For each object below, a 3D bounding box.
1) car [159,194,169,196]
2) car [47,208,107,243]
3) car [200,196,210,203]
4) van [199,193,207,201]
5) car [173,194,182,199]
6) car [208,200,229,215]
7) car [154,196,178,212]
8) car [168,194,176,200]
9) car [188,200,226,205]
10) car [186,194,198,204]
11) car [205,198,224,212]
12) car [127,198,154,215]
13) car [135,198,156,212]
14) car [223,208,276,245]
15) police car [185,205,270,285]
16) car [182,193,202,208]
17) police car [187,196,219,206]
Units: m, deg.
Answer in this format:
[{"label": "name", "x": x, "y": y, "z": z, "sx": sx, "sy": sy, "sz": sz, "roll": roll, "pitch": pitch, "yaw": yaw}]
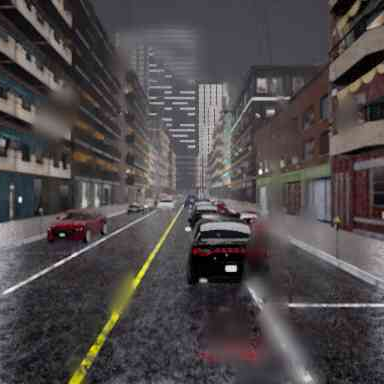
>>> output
[{"label": "car", "x": -5.313, "y": 1.422, "z": 55.687, "sx": 1.887, "sy": 1.381, "sz": 4.507, "roll": 1, "pitch": 0, "yaw": 0}, {"label": "car", "x": -5.309, "y": 1.503, "z": 15.858, "sx": 1.887, "sy": 1.381, "sz": 4.507, "roll": 1, "pitch": 0, "yaw": 0}, {"label": "car", "x": 2.566, "y": 1.445, "z": 67.076, "sx": 1.802, "sy": 1.307, "sz": 4.206, "roll": 0, "pitch": 0, "yaw": 0}, {"label": "van", "x": 2.566, "y": 1.193, "z": 78.456, "sx": 1.690, "sy": 1.788, "sz": 3.998, "roll": 0, "pitch": 0, "yaw": 0}, {"label": "car", "x": -2.756, "y": 1.202, "z": 78.513, "sx": 2.033, "sy": 1.411, "sz": 5.357, "roll": 0, "pitch": 0, "yaw": 0}, {"label": "car", "x": 2.569, "y": 1.502, "z": 32.939, "sx": 1.802, "sy": 1.307, "sz": 4.206, "roll": 1, "pitch": 0, "yaw": 0}, {"label": "car", "x": -2.849, "y": 1.437, "z": 37.331, "sx": 1.812, "sy": 1.442, "sz": 4.674, "roll": 0, "pitch": 0, "yaw": 0}, {"label": "car", "x": -5.317, "y": 1.388, "z": 89.826, "sx": 1.887, "sy": 1.381, "sz": 4.507, "roll": 0, "pitch": 0, "yaw": 0}, {"label": "car", "x": 0.823, "y": 1.455, "z": 19.483, "sx": 1.837, "sy": 1.490, "sz": 4.892, "roll": 0, "pitch": 0, "yaw": 0}, {"label": "car", "x": -0.005, "y": 1.223, "z": 60.507, "sx": 2.097, "sy": 1.767, "sz": 4.553, "roll": 0, "pitch": 0, "yaw": 0}, {"label": "car", "x": 2.569, "y": 1.453, "z": 38.630, "sx": 1.887, "sy": 1.381, "sz": 4.507, "roll": 1, "pitch": 0, "yaw": 0}, {"label": "car", "x": -5.311, "y": 1.471, "z": 32.928, "sx": 2.008, "sy": 1.369, "sz": 4.403, "roll": 1, "pitch": 0, "yaw": 0}, {"label": "car", "x": -5.311, "y": 1.434, "z": 38.448, "sx": 1.752, "sy": 1.417, "sz": 4.829, "roll": 1, "pitch": 0, "yaw": 0}, {"label": "car", "x": 2.571, "y": 1.540, "z": 15.870, "sx": 1.802, "sy": 1.307, "sz": 4.206, "roll": 1, "pitch": 0, "yaw": 0}, {"label": "police car", "x": 0.824, "y": 1.399, "z": 9.591, "sx": 1.930, "sy": 1.638, "sz": 5.238, "roll": 0, "pitch": 0, "yaw": 0}, {"label": "car", "x": 0.006, "y": 1.246, "z": 46.683, "sx": 2.097, "sy": 1.767, "sz": 4.553, "roll": 0, "pitch": 0, "yaw": 0}, {"label": "police car", "x": 0.823, "y": 1.361, "z": 25.592, "sx": 1.930, "sy": 1.638, "sz": 5.238, "roll": 0, "pitch": 0, "yaw": 0}]
